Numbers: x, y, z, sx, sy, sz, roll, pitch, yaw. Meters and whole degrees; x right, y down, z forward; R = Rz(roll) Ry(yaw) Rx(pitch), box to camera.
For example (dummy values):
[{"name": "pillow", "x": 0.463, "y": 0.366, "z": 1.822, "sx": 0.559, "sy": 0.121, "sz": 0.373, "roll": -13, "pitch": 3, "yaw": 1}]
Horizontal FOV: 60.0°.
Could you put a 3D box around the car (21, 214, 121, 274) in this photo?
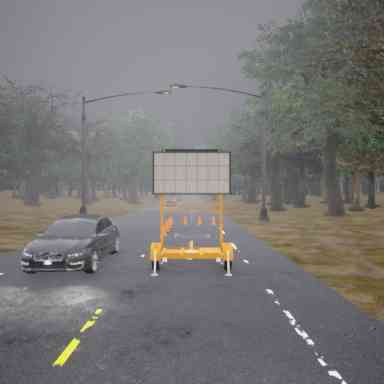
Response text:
[{"name": "car", "x": -3.594, "y": 1.516, "z": 10.716, "sx": 1.837, "sy": 1.490, "sz": 4.892, "roll": 0, "pitch": 0, "yaw": 0}]

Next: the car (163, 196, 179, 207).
[{"name": "car", "x": -3.562, "y": 1.432, "z": 52.315, "sx": 2.097, "sy": 1.767, "sz": 4.553, "roll": 0, "pitch": 0, "yaw": 0}]

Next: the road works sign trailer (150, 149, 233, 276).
[{"name": "road works sign trailer", "x": -0.010, "y": 0.476, "z": 10.372, "sx": 2.380, "sy": 3.560, "sz": 2.880, "roll": 0, "pitch": 0, "yaw": 0}]

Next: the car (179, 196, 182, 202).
[{"name": "car", "x": -3.451, "y": 1.699, "z": 79.841, "sx": 1.994, "sy": 1.385, "sz": 4.181, "roll": 0, "pitch": 0, "yaw": 0}]
